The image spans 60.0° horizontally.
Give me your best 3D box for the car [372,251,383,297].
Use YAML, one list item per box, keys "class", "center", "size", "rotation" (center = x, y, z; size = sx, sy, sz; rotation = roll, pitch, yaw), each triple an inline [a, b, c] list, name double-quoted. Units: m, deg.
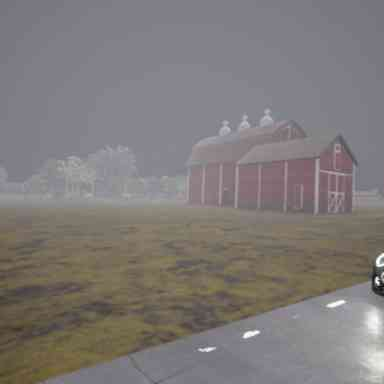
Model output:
- class: "car"
  center: [6.063, 1.454, 7.586]
  size: [4.553, 1.767, 2.097]
  rotation: [1, 0, -37]
